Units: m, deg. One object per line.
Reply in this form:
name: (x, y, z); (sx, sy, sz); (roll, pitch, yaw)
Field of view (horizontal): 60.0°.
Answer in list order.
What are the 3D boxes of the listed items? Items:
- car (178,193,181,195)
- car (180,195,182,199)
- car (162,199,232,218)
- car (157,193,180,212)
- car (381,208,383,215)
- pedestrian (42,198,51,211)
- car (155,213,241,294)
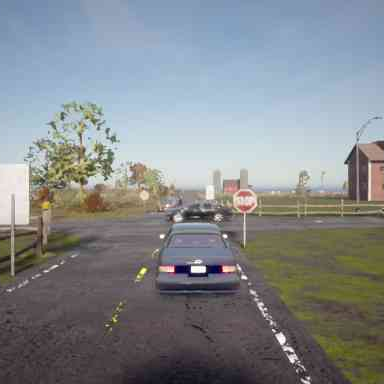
car: (-2.880, 1.217, 59.147); (2.150, 2.045, 5.566); (0, 0, 0)
car: (-2.882, 1.522, 48.847); (1.812, 1.442, 4.674); (0, 0, 1)
car: (0.491, 1.464, 24.634); (4.892, 1.490, 1.837); (0, 0, 0)
car: (-2.881, 1.349, 38.797); (2.097, 1.767, 4.553); (0, 0, 0)
car: (16.495, 1.254, 24.521); (4.674, 1.442, 1.812); (-1, 0, 0)
pedestrian: (-12.183, 1.412, 27.744); (0.375, 1.860, 0.375); (0, 1, 0)
car: (0.067, 1.546, 8.955); (2.033, 1.411, 5.357); (0, 0, -1)
